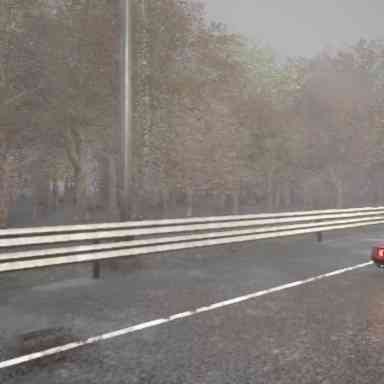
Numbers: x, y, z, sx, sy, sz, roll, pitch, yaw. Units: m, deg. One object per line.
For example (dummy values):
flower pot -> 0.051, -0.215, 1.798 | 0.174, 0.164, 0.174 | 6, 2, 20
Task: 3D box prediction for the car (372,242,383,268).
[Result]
car -> 6.978, 1.579, 9.227 | 4.718, 1.301, 1.895 | 0, 1, -38
